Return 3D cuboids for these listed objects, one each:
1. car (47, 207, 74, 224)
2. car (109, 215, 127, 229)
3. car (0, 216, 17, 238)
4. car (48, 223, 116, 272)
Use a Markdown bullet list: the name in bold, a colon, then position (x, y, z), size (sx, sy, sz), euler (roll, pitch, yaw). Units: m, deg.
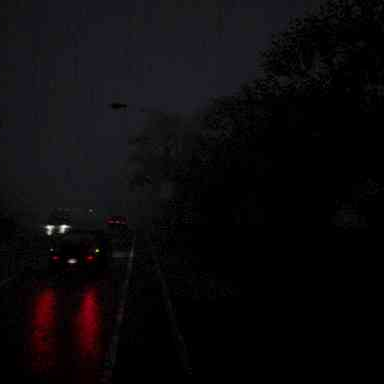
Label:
- **car**: position (-16.270, 3.030, 40.950), size (2.097, 1.767, 4.553), euler (3, -3, -12)
- **car**: position (-8.424, 3.364, 37.629), size (2.033, 1.411, 5.357), euler (3, -3, -11)
- **car**: position (-12.675, 2.247, 21.052), size (2.128, 1.511, 4.902), euler (3, -3, -10)
- **car**: position (-4.194, 2.146, 12.957), size (1.812, 1.442, 4.674), euler (3, -3, -9)
